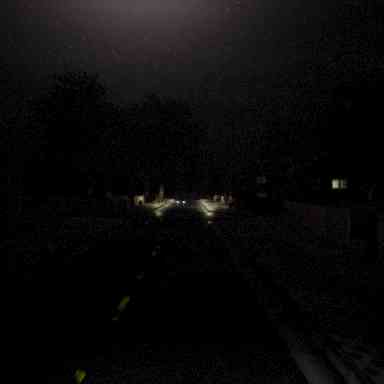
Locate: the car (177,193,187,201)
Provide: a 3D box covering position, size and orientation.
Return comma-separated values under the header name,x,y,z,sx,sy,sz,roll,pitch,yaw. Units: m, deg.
name,x,y,z,sx,sy,sz,roll,pitch,yaw
car,-2.750,1.520,82.411,1.837,1.490,4.892,0,0,0
